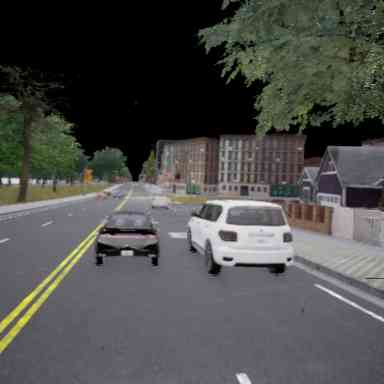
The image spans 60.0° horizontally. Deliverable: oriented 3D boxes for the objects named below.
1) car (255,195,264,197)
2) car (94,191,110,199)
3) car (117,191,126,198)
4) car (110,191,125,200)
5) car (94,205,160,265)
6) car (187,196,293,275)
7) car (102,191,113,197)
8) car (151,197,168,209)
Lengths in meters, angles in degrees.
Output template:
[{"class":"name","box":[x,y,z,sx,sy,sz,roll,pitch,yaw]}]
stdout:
[{"class":"car","box":[12.602,1.463,61.233,2.097,1.767,4.553,4,3,43]},{"class":"car","box":[-18.020,0.513,65.914,2.097,1.767,4.553,2,0,-10]},{"class":"car","box":[-17.442,0.493,82.016,1.882,1.535,5.008,2,1,-10]},{"class":"car","box":[-14.817,0.782,66.423,1.837,1.490,4.892,2,0,-10]},{"class":"car","box":[-2.120,1.402,11.264,2.128,1.511,4.902,2,0,-10]},{"class":"car","box":[1.260,1.263,10.825,2.150,2.045,5.566,2,0,-10]},{"class":"car","box":[-20.647,0.432,81.475,2.033,1.411,5.357,2,1,-10]},{"class":"car","box":[-4.099,1.322,41.911,1.812,1.442,4.674,2,0,-10]}]
